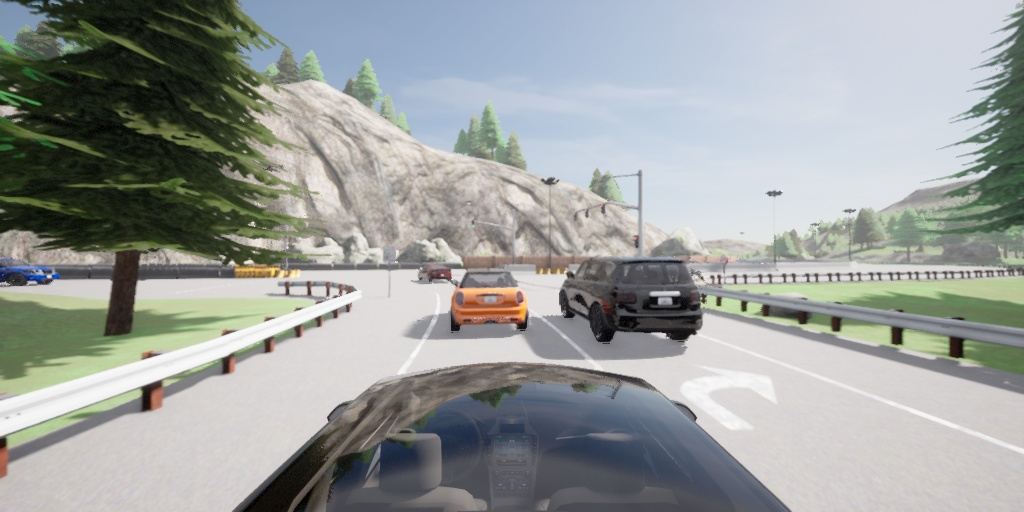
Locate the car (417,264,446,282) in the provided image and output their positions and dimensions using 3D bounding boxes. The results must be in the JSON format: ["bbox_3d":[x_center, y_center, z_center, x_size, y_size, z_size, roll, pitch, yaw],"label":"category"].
[{"bbox_3d":[-6.845,1.425,31.350,1.882,1.535,5.008,0,-1,-29],"label":"car"}]

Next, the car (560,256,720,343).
[{"bbox_3d":[2.912,1.020,10.077,2.150,2.045,5.566,0,0,-5],"label":"car"}]

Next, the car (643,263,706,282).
[{"bbox_3d":[13.883,1.407,30.708,4.892,1.490,1.837,0,-1,-16],"label":"car"}]

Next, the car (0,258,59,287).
[{"bbox_3d":[-36.401,1.132,25.480,5.566,2.045,2.150,0,0,-14],"label":"car"}]

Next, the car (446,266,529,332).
[{"bbox_3d":[-0.840,1.161,11.363,2.097,1.767,4.553,0,0,-8],"label":"car"}]
